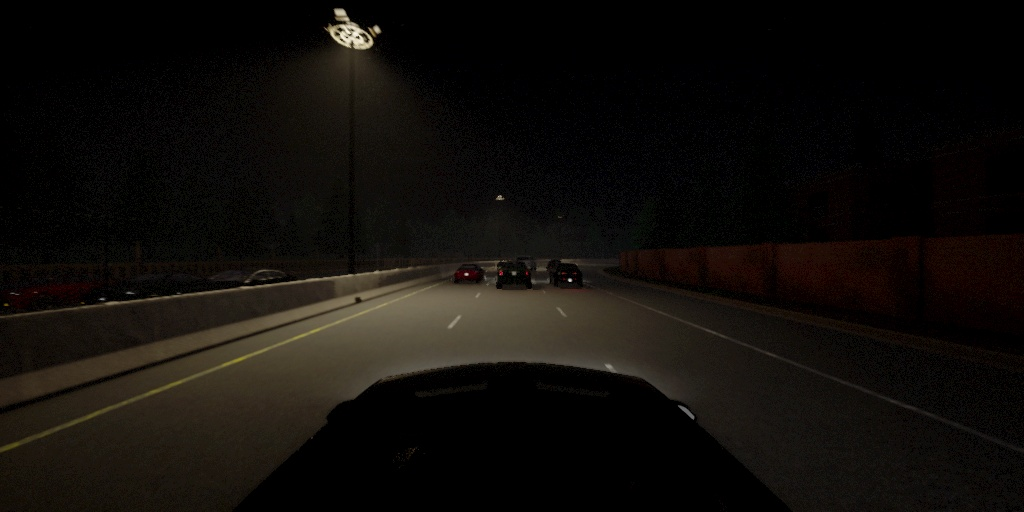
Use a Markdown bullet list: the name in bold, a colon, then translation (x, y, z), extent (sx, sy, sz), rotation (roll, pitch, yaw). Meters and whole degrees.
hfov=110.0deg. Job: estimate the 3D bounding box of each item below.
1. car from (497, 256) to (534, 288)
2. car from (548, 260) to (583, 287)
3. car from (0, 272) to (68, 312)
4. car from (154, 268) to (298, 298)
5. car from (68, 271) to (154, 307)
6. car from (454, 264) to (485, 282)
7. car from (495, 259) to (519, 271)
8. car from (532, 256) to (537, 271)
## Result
- **car**: translation (0.149, 1.101, 23.758), extent (2.097, 1.767, 4.553), rotation (0, 0, 1)
- **car**: translation (3.655, 1.258, 24.842), extent (1.837, 1.490, 4.892), rotation (0, 0, 1)
- **car**: translation (-17.490, 1.298, 13.887), extent (1.994, 1.385, 4.181), rotation (0, 0, 1)
- **car**: translation (-10.489, 1.233, 14.114), extent (2.128, 1.511, 4.902), rotation (0, 0, 0)
- **car**: translation (-13.987, 1.301, 14.255), extent (1.994, 1.385, 4.181), rotation (0, 0, 0)
- **car**: translation (-3.282, 1.310, 28.385), extent (1.994, 1.385, 4.181), rotation (0, 0, 2)
- **car**: translation (-0.600, 1.239, 50.877), extent (2.128, 1.511, 4.902), rotation (0, 0, 15)
- **car**: translation (1.928, 0.972, 47.667), extent (2.150, 2.045, 5.566), rotation (-1, 0, 14)
